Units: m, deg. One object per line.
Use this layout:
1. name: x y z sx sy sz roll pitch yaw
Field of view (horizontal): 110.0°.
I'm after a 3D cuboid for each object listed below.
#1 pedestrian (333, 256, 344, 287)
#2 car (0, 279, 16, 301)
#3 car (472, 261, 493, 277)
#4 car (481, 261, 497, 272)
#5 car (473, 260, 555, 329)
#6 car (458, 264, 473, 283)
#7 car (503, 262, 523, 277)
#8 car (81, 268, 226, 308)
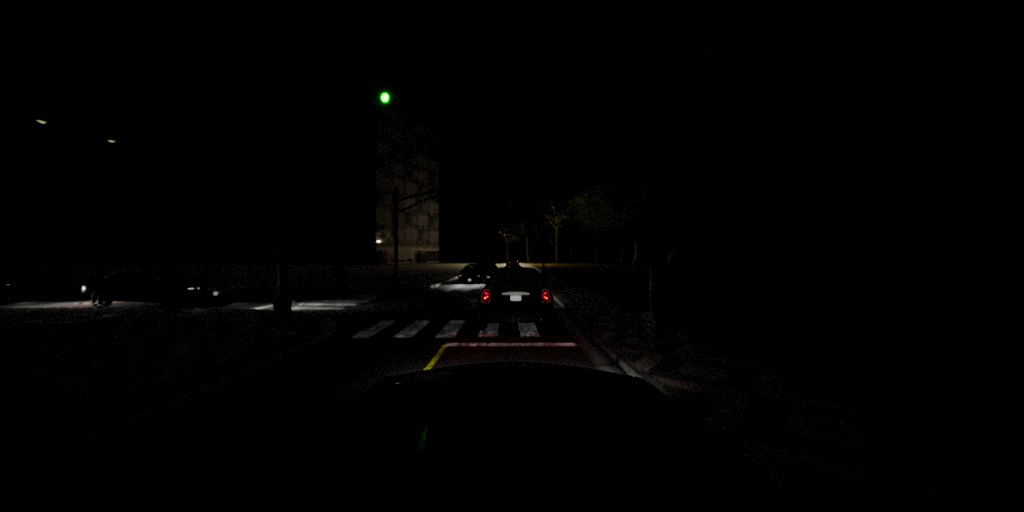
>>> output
1. pedestrian: -10.089 0.891 20.835 0.375 1.860 0.375 0 0 1
2. car: -23.916 1.231 14.946 4.902 1.511 2.128 0 0 1
3. car: -3.102 1.358 38.609 1.837 1.490 4.892 0 0 0
4. car: -3.090 1.441 48.654 1.994 1.385 4.181 0 0 -1
5. car: 0.098 1.132 11.493 2.097 1.767 4.553 0 0 0
6. car: -3.107 1.376 28.822 2.033 1.411 5.357 0 0 0
7. car: 0.089 1.399 37.950 2.033 1.411 5.357 0 0 0
8. car: -14.542 1.257 14.712 4.902 1.511 2.128 0 0 1
